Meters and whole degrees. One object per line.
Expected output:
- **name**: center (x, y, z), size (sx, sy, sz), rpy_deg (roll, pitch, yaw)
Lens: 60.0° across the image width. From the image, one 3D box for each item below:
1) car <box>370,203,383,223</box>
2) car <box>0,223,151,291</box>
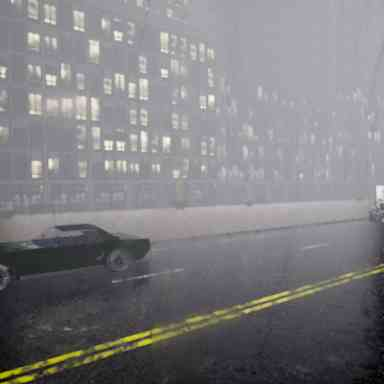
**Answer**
- **car**: center (13.266, 1.081, 21.121), size (4.553, 1.767, 2.097), rpy_deg (-1, 0, -35)
- **car**: center (-3.617, 1.574, 9.044), size (4.718, 1.301, 1.895), rpy_deg (-1, 0, -35)
